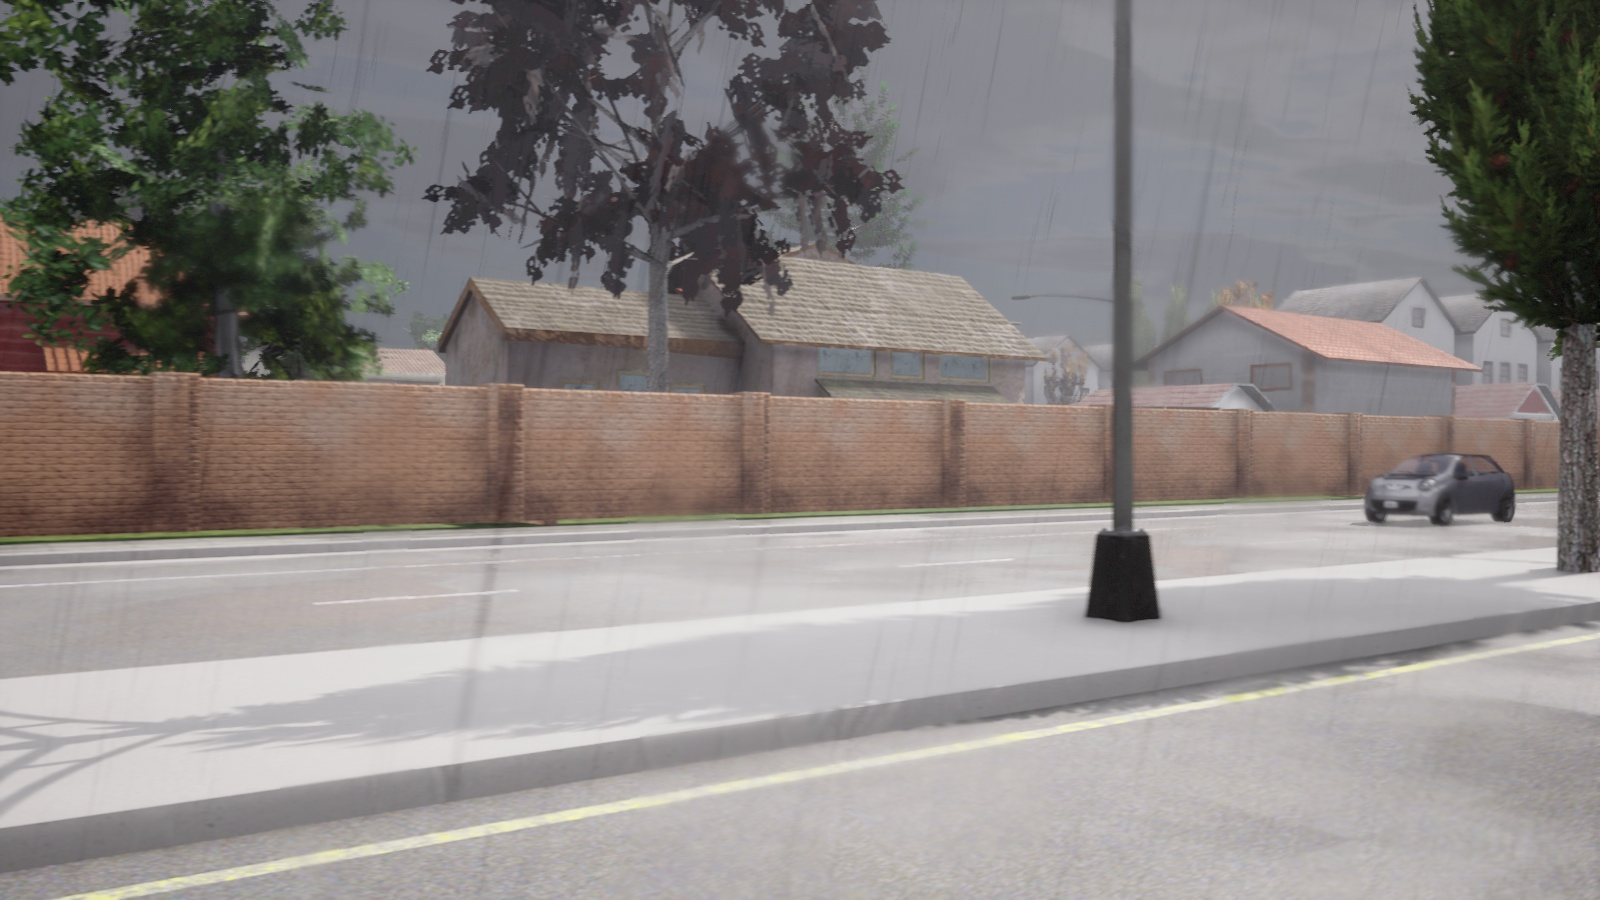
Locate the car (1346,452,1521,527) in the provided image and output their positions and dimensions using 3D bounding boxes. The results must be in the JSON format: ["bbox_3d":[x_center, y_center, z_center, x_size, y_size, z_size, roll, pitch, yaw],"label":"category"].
[{"bbox_3d":[13.643,0.795,27.015,3.633,1.501,1.845,0,0,-35],"label":"car"}]
